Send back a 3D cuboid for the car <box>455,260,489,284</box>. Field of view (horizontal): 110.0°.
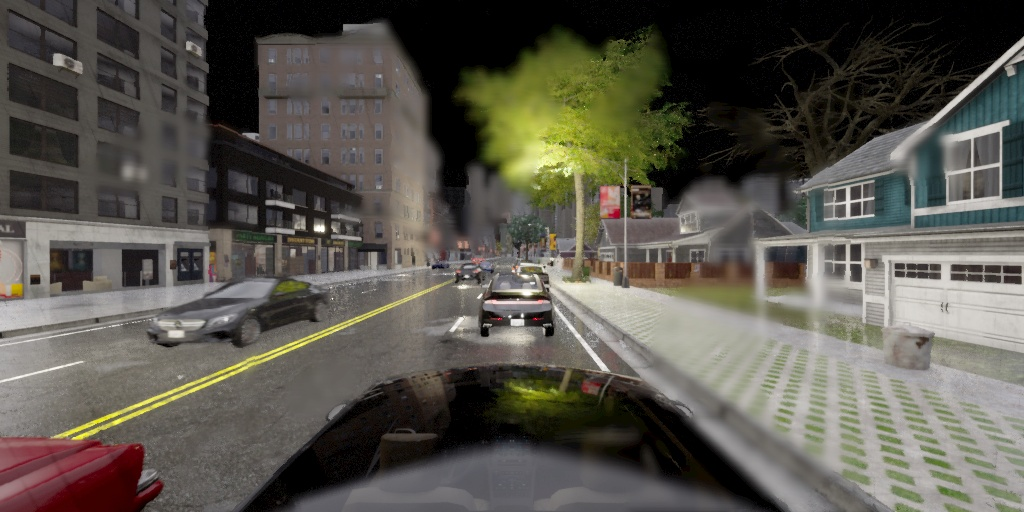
[{"bbox_3d":[-3.084,1.260,27.137,1.812,1.442,4.674,0,0,1],"label":"car"}]

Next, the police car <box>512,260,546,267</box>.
[{"bbox_3d":[1.025,1.165,20.520,1.930,1.638,5.238,0,0,0],"label":"police car"}]

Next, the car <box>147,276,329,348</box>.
[{"bbox_3d":[-6.581,1.274,9.364,1.812,1.442,4.674,0,0,0],"label":"car"}]

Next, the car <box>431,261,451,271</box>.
[{"bbox_3d":[-9.719,1.313,49.233,1.895,1.301,4.718,0,0,0],"label":"car"}]

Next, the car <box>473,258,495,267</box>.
[{"bbox_3d":[-3.040,1.266,42.272,2.033,1.411,5.357,0,0,0],"label":"car"}]

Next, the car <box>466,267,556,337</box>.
[{"bbox_3d":[0.121,1.239,10.270,2.128,1.511,4.902,0,0,0],"label":"car"}]

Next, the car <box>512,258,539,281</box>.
[{"bbox_3d":[1.051,1.082,30.380,2.097,1.767,4.553,0,0,0],"label":"car"}]
